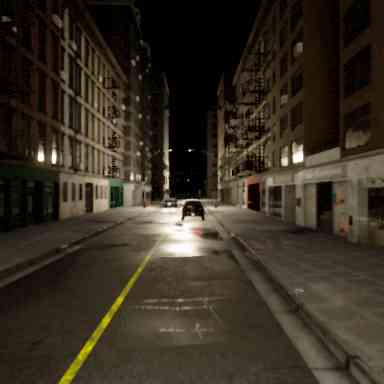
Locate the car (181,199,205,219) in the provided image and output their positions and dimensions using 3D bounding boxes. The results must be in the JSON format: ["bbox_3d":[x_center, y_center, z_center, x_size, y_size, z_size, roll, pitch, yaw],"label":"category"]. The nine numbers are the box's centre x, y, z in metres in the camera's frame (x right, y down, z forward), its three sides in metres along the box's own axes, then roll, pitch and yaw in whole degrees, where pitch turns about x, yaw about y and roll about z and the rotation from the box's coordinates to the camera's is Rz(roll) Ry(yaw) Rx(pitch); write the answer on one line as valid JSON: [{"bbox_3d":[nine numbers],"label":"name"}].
[{"bbox_3d":[0.090,1.504,28.568,1.837,1.490,4.892,0,0,0],"label":"car"}]

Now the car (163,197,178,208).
[{"bbox_3d":[-3.077,1.519,48.180,2.128,1.511,4.902,0,0,0],"label":"car"}]

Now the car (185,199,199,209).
[{"bbox_3d":[0.026,1.627,46.858,1.895,1.301,4.718,0,0,0],"label":"car"}]
